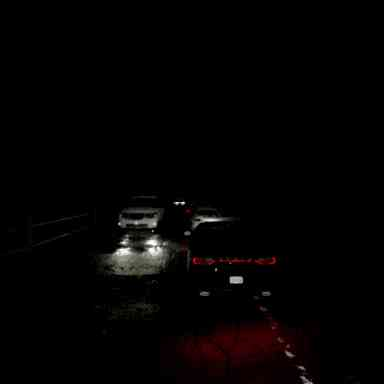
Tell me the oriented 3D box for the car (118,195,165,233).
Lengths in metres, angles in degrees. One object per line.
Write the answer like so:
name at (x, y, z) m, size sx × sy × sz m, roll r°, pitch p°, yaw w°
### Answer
car at (-2.866, 1.227, 19.893) m, size 2.150 × 2.045 × 5.566 m, roll 0°, pitch 0°, yaw 0°

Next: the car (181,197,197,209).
car at (0.003, 1.524, 46.107) m, size 2.128 × 1.511 × 4.902 m, roll 0°, pitch 0°, yaw 0°

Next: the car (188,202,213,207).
car at (0.811, 1.531, 18.635) m, size 1.812 × 1.442 × 4.674 m, roll 0°, pitch 0°, yaw 0°

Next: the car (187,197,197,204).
car at (-0.049, 1.673, 65.188) m, size 1.895 × 1.301 × 4.718 m, roll 0°, pitch 0°, yaw 0°

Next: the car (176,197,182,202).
car at (-2.808, 1.702, 77.156) m, size 1.895 × 1.301 × 4.718 m, roll 0°, pitch 0°, yaw 0°

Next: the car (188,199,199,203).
car at (0.806, 1.514, 24.634) m, size 1.837 × 1.490 × 4.892 m, roll 0°, pitch 0°, yaw 0°

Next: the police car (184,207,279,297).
police car at (0.818, 1.426, 8.744) m, size 1.930 × 1.638 × 5.238 m, roll 0°, pitch 0°, yaw 0°
